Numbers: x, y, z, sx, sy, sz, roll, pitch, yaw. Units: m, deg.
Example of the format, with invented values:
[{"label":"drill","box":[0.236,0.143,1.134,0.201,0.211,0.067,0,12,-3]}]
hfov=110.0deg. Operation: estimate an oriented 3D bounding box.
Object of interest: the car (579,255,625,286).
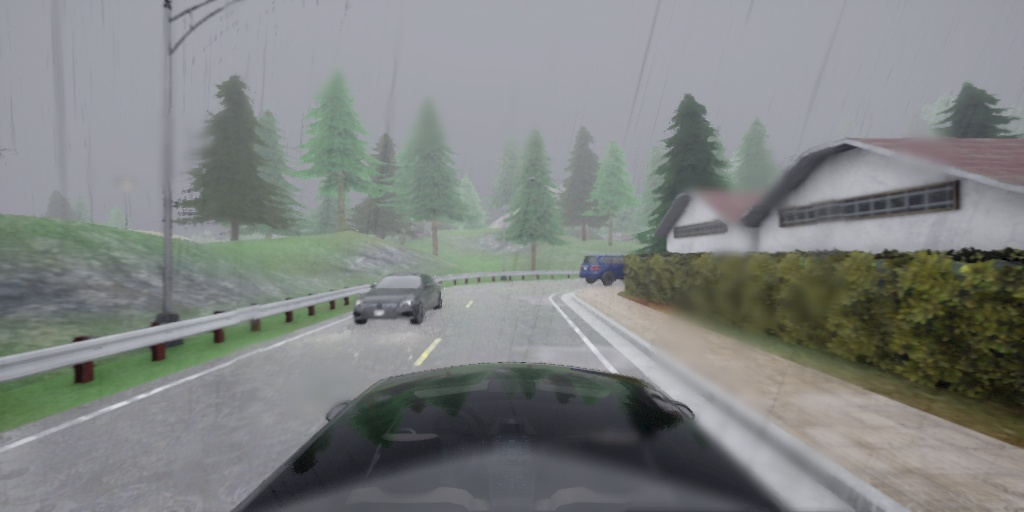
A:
[{"label":"car","box":[7.364,0.935,25.072,5.566,2.045,2.150,0,0,-23]}]

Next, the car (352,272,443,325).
[{"label":"car","box":[-3.528,1.265,11.915,1.812,1.442,4.674,0,0,1]}]
